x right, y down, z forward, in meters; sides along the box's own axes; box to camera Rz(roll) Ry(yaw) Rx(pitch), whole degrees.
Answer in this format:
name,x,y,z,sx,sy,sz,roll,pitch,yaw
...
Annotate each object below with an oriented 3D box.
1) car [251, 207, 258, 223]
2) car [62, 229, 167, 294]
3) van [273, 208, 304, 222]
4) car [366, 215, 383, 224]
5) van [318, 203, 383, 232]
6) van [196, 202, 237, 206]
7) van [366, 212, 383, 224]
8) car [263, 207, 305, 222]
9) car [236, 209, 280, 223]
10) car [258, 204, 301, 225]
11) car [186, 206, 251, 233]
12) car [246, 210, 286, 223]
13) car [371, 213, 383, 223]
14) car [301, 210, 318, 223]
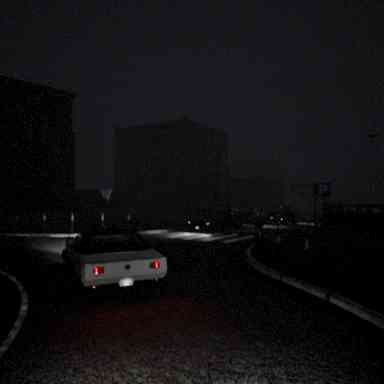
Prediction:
name,x,y,z,sx,sy,sz,roll,pitch,yaw
car,6.515,2.755,38.915,5.366,1.575,1.946,0,-4,32
car,-2.366,1.665,9.138,1.895,1.301,4.718,0,0,-26
van,15.375,3.679,52.949,4.442,1.987,1.878,0,-4,32
car,33.522,4.844,58.495,5.008,1.535,2.097,0,-4,32
van,11.405,1.787,22.915,4.442,1.987,1.878,0,-3,32
van,2.090,1.975,31.714,4.442,1.987,1.878,0,-3,32
van,31.890,4.418,56.100,4.442,1.987,1.878,0,-4,32
car,13.974,3.461,50.543,5.566,2.045,2.435,0,-4,32
car,8.173,2.979,41.160,4.792,1.488,2.163,0,-4,32
car,9.072,2.282,33.998,2.150,2.045,5.566,0,-4,33
car,1.774,1.877,22.407,2.033,1.411,5.357,0,-2,33
car,9.626,3.182,43.532,4.674,1.452,2.002,0,-4,32
car,42.361,5.741,72.564,5.566,2.045,2.435,0,-4,32
car,16.900,3.574,46.466,2.128,1.511,4.902,0,-4,32
